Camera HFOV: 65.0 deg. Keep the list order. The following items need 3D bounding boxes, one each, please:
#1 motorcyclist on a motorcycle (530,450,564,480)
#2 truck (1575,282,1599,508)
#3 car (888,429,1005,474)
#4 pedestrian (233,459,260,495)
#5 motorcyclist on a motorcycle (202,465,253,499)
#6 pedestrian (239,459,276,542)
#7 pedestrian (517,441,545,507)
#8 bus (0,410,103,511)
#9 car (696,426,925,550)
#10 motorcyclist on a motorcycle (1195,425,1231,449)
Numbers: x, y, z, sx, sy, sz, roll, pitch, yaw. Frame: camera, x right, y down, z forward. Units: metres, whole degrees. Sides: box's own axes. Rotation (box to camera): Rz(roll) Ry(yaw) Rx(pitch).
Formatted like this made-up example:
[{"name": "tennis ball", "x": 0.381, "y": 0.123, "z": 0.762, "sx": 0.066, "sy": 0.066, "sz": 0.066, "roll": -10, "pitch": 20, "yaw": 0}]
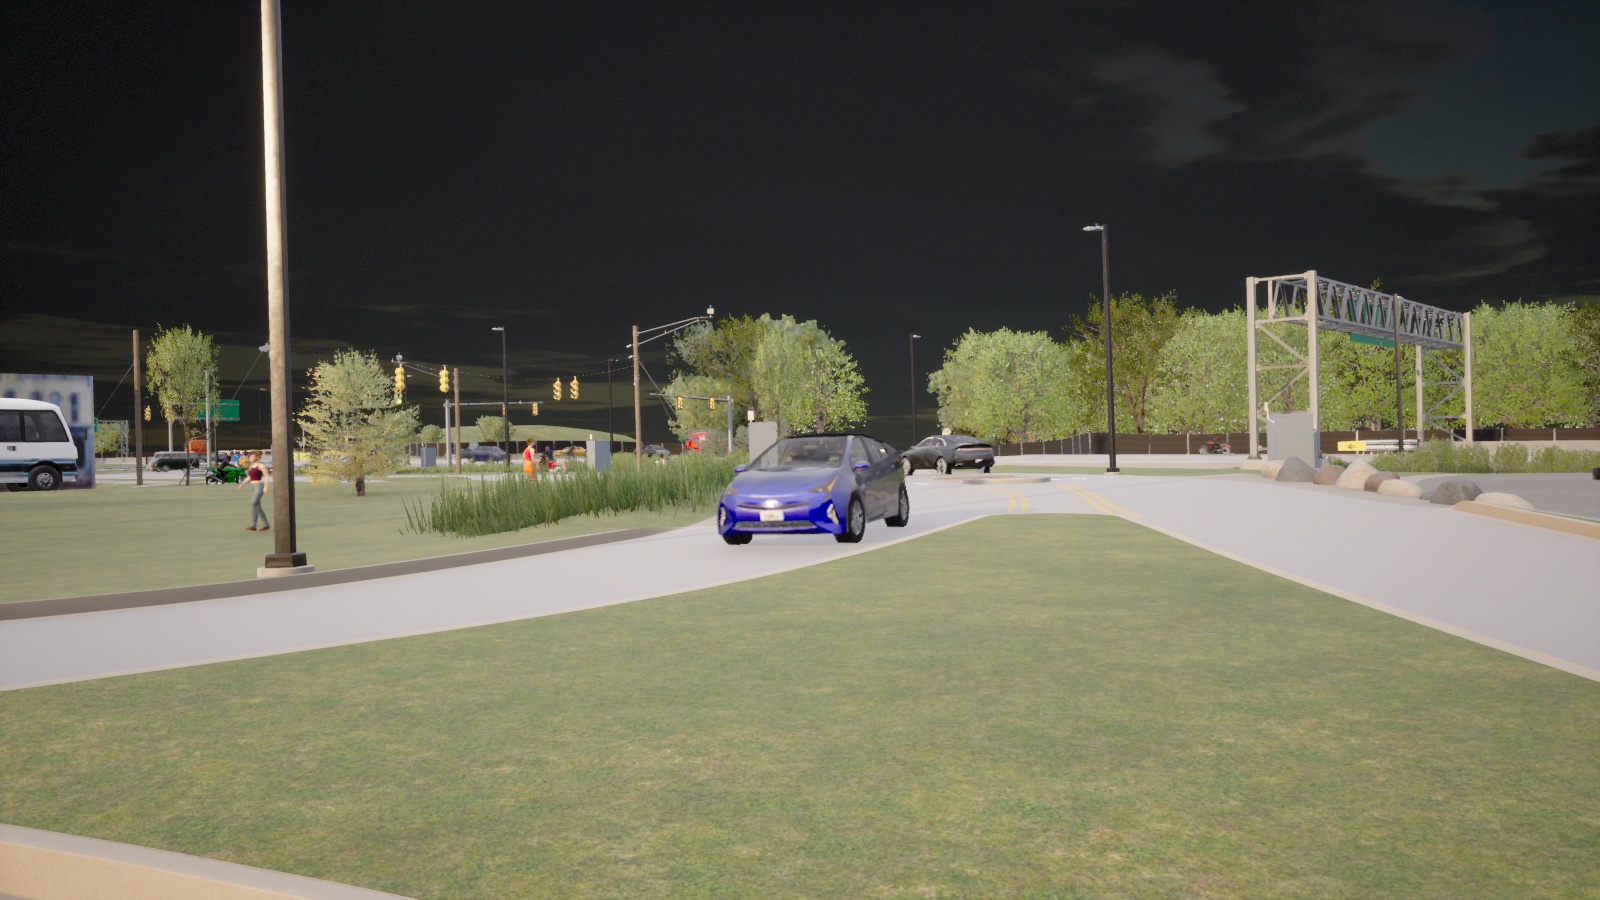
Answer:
[{"name": "motorcyclist on a motorcycle", "x": -13.856, "y": 0.834, "z": 68.765, "sx": 1.817, "sy": 1.590, "sz": 0.866, "roll": -2, "pitch": 0, "yaw": 41}, {"name": "truck", "x": 13.578, "y": -0.834, "z": 15.872, "sx": 2.891, "sy": 3.462, "sz": 7.936, "roll": -1, "pitch": 1, "yaw": 3}, {"name": "car", "x": 5.331, "y": 0.069, "z": 46.519, "sx": 2.128, "sy": 1.511, "sz": 4.902, "roll": -2, "pitch": 0, "yaw": -22}, {"name": "pedestrian", "x": -29.354, "y": 1.442, "z": 66.585, "sx": 0.900, "sy": 1.855, "sz": 0.874, "roll": -3, "pitch": -1, "yaw": 37}, {"name": "motorcyclist on a motorcycle", "x": -27.924, "y": 1.544, "z": 61.278, "sx": 2.044, "sy": 1.523, "sz": 0.797, "roll": -4, "pitch": 0, "yaw": -36}, {"name": "pedestrian", "x": -12.306, "y": 1.147, "z": 28.499, "sx": 0.345, "sy": 1.836, "sz": 0.594, "roll": -3, "pitch": -1, "yaw": 38}, {"name": "pedestrian", "x": -7.616, "y": 0.665, "z": 35.580, "sx": 0.594, "sy": 1.836, "sz": 0.345, "roll": -2, "pitch": -1, "yaw": -42}, {"name": "bus", "x": -35.866, "y": 0.543, "z": 53.159, "sx": 3.944, "sy": 4.253, "sz": 10.273, "roll": -4, "pitch": -1, "yaw": 41}, {"name": "car", "x": 0.328, "y": 0.476, "z": 18.645, "sx": 2.007, "sy": 1.525, "sz": 4.514, "roll": -3, "pitch": 0, "yaw": 19}, {"name": "motorcyclist on a motorcycle", "x": 29.993, "y": -0.932, "z": 91.188, "sx": 2.350, "sy": 1.649, "sz": 0.766, "roll": -1, "pitch": 0, "yaw": 32}]
